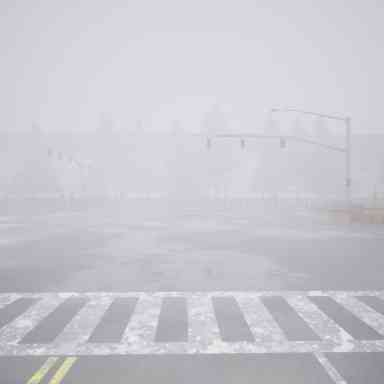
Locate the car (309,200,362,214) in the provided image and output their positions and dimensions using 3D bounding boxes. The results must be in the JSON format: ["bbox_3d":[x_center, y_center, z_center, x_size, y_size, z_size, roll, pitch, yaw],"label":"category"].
[{"bbox_3d":[15.411,1.547,35.539,5.357,1.411,2.033,0,0,-2],"label":"car"}]
